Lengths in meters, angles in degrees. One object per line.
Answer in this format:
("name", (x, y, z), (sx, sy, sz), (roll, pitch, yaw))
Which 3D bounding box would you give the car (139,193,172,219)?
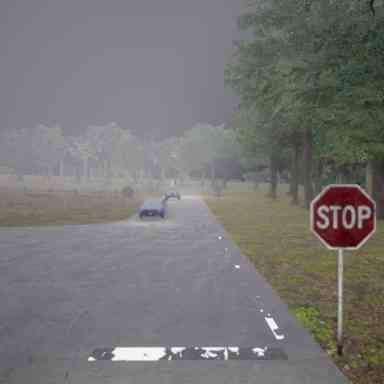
("car", (-2.874, 1.170, 25.681), (1.882, 1.535, 5.008), (0, 2, 1))

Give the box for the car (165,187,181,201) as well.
("car", (-2.923, 0.195, 51.815), (2.150, 2.045, 5.566), (0, 2, 0))
